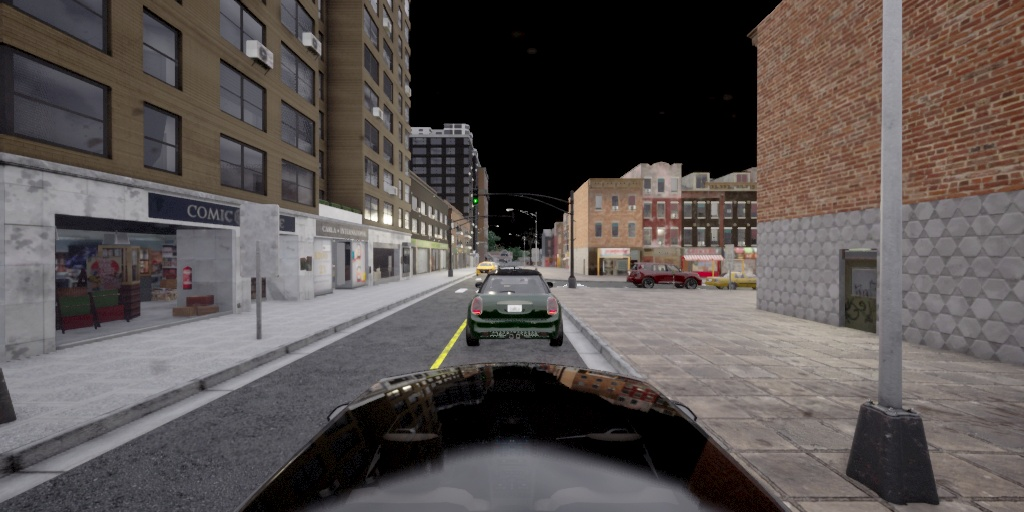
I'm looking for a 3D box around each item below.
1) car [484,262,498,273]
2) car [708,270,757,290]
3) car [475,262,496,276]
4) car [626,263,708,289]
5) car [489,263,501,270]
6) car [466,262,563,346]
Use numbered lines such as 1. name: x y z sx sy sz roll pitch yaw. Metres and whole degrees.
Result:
1. car: -2.952 1.582 50.982 1.812 1.442 4.674 0 0 0
2. car: 16.459 1.722 25.591 4.829 1.417 1.751 0 0 0
3. car: -2.928 1.427 40.754 1.882 1.535 5.008 0 -1 1
4. car: 10.744 1.410 25.589 5.009 1.841 2.192 0 0 0
5. car: -2.964 1.818 62.722 1.895 1.301 4.718 0 -1 0
6. car: 0.062 1.108 9.545 2.097 1.767 4.553 0 0 0
